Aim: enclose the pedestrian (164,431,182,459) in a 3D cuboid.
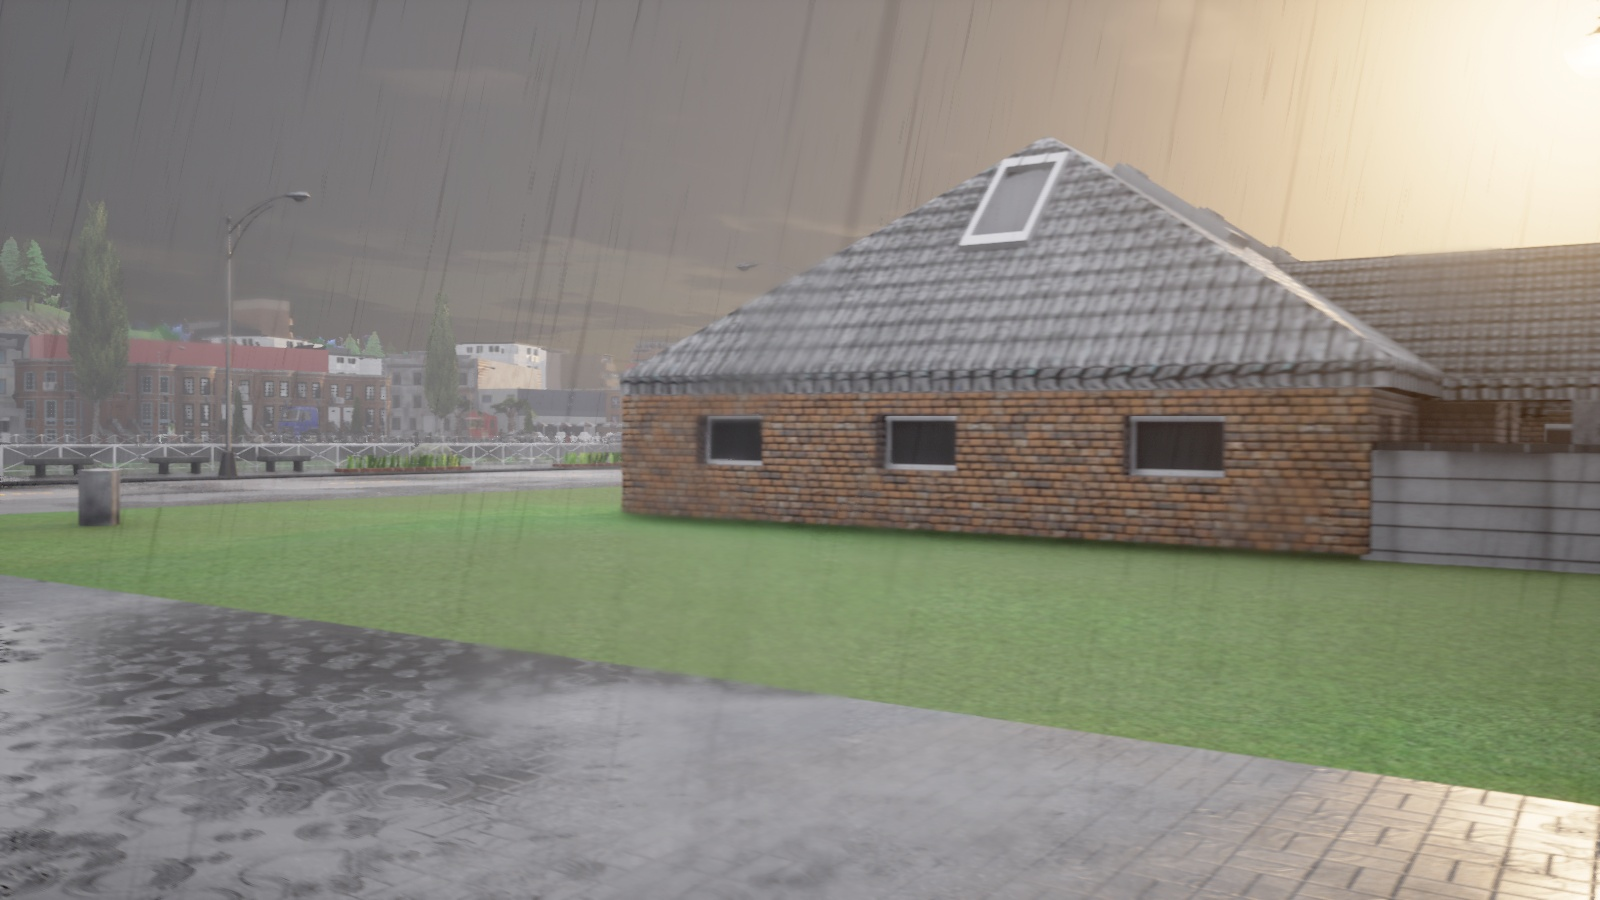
[{"bbox_3d":[-44.307,-0.368,88.732,0.659,1.952,0.873,0,1,38],"label":"pedestrian"}]
